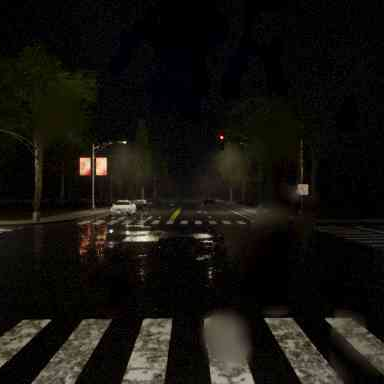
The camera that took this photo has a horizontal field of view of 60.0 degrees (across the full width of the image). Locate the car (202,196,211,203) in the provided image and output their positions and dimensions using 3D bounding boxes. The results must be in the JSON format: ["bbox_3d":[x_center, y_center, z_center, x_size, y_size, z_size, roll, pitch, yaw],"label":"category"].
[{"bbox_3d":[3.186,1.713,72.481,1.812,1.442,4.674,0,0,0],"label":"car"}]

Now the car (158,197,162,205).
[{"bbox_3d":[-6.613,1.683,61.120,2.033,1.411,5.357,0,0,0],"label":"car"}]

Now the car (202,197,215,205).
[{"bbox_3d":[3.293,1.618,62.047,1.882,1.535,5.008,0,0,0],"label":"car"}]

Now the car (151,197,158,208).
[{"bbox_3d":[-6.636,1.611,50.467,1.812,1.442,4.674,0,0,0],"label":"car"}]

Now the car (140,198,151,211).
[{"bbox_3d":[-6.626,1.649,41.375,1.895,1.301,4.718,0,0,0],"label":"car"}]

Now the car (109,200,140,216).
[{"bbox_3d":[-6.620,1.552,32.364,1.812,1.442,4.674,0,0,0],"label":"car"}]
